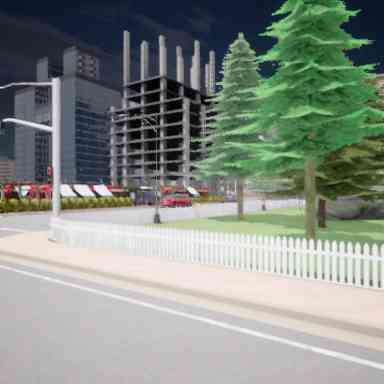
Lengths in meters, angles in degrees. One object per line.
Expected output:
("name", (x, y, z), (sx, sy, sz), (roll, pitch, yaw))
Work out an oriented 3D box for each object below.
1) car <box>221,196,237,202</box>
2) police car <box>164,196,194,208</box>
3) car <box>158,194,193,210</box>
("car", (6.654, 1.255, 57.727), (1.812, 1.442, 4.674), (0, 0, 34))
("police car", (-1.907, 1.511, 51.311), (1.930, 1.638, 5.238), (0, 0, 34))
("car", (-2.350, 1.298, 44.577), (2.150, 2.045, 5.566), (0, 0, 34))
